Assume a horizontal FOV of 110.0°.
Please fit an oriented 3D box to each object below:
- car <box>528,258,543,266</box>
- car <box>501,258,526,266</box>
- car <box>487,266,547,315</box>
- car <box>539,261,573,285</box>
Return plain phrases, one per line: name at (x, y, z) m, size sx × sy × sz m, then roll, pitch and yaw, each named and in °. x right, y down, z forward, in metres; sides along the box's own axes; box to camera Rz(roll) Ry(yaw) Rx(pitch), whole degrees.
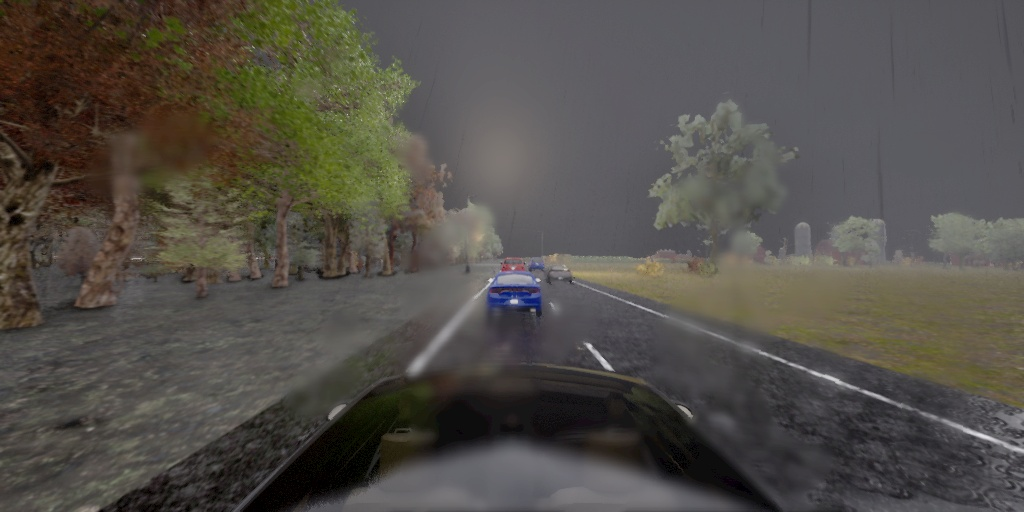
car at (3.605, 1.310, 53.243) m, size 2.150 × 2.045 × 5.566 m, roll 0°, pitch 0°, yaw 0°
car at (0.103, 1.192, 34.133) m, size 2.150 × 2.045 × 5.566 m, roll 0°, pitch 0°, yaw 0°
car at (0.101, 1.311, 13.949) m, size 1.882 × 1.535 × 5.008 m, roll 0°, pitch 0°, yaw 0°
car at (3.589, 1.424, 28.463) m, size 2.128 × 1.511 × 4.902 m, roll 0°, pitch 0°, yaw 0°
